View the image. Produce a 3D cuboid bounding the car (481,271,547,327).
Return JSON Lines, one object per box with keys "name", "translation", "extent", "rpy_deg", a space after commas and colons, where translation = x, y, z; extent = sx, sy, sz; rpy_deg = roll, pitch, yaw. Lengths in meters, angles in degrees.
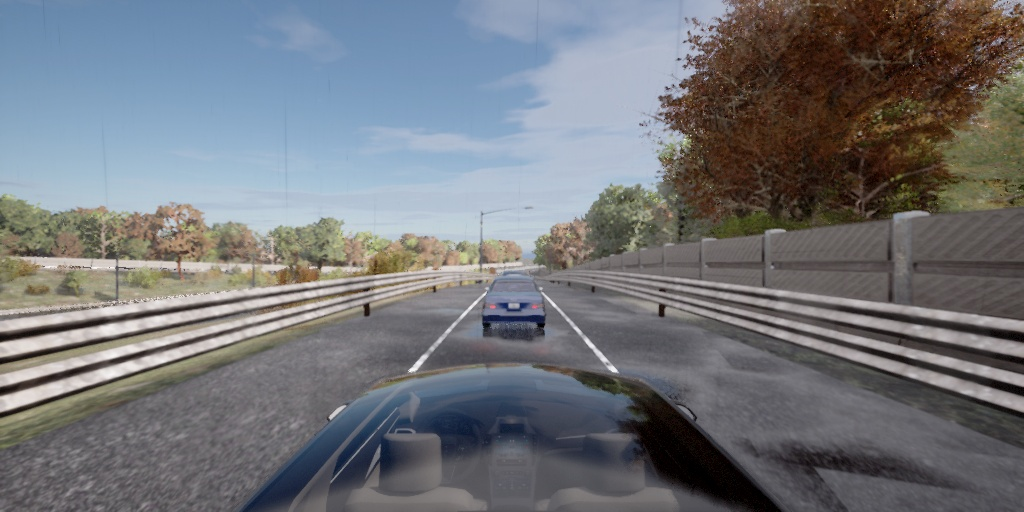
{"name": "car", "translation": [0.057, 1.347, 11.620], "extent": [2.033, 1.411, 5.357], "rpy_deg": [0, -1, 0]}
